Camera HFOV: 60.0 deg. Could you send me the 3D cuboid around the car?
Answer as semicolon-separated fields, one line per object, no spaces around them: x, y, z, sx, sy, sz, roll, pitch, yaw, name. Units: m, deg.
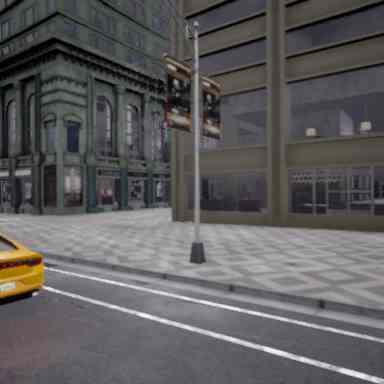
-5.355;1.584;7.489;5.008;1.535;1.882;0;0;36;car
